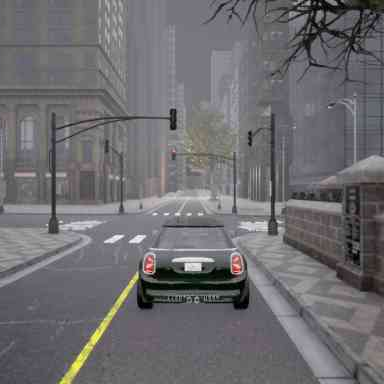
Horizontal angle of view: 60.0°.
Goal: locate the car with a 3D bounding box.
[{"bbox_3d":[0.034,1.352,8.041,2.097,1.767,4.553,0,0,0],"label":"car"}]
